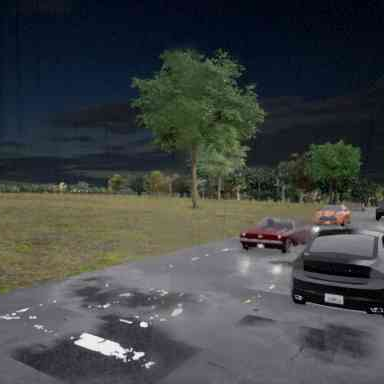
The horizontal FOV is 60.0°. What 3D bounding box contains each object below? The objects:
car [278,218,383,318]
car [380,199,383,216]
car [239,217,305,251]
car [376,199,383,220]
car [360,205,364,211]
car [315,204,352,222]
[{"bbox_3d":[3.698,1.602,7.708,1.837,1.490,4.892,0,-1,32],"label":"car"},{"bbox_3d":[25.303,1.921,42.254,2.150,2.045,5.566,0,-1,32],"label":"car"},{"bbox_3d":[3.799,1.796,14.658,1.895,1.301,4.718,0,-1,32],"label":"car"},{"bbox_3d":[19.626,1.742,33.094,2.150,2.045,5.566,0,-1,32],"label":"car"},{"bbox_3d":[19.395,1.782,39.416,1.994,1.385,4.181,0,-1,32],"label":"car"},{"bbox_3d":[11.306,1.746,26.649,2.097,1.767,4.553,0,-1,32],"label":"car"}]
